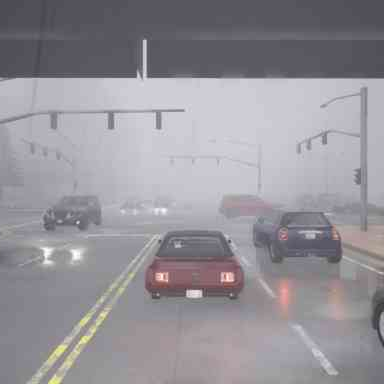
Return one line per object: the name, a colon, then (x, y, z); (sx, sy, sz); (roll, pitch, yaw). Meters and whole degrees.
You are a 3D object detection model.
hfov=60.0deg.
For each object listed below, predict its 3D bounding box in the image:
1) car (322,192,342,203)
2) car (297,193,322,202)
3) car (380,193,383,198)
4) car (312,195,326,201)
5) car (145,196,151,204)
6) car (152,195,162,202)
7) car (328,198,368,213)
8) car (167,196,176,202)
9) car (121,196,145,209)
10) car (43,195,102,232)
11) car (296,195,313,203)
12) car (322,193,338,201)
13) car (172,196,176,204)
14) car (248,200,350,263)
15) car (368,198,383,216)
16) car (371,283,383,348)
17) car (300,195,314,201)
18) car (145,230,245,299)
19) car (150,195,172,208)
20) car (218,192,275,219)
car: (19.536, 1.156, 48.148); (1.905, 1.878, 3.866); (0, 0, 0)
car: (16.642, 1.153, 48.193); (1.932, 1.855, 4.605); (0, 0, 0)
car: (39.086, 1.153, 65.764); (1.932, 1.855, 4.605); (0, 0, 0)
car: (30.806, 1.364, 80.750); (1.784, 1.438, 3.905); (0, 0, 0)
car: (-8.060, 1.477, 62.615); (1.882, 1.535, 5.008); (0, 0, 0)
car: (-8.102, 1.518, 77.847); (1.812, 1.442, 4.674); (0, 0, 0)
car: (16.667, 1.564, 33.962); (4.181, 1.385, 1.994); (0, 0, 1)
car: (-4.580, 1.595, 74.475); (1.895, 1.301, 4.718); (0, 0, 0)
car: (-8.049, 1.354, 44.823); (2.097, 1.767, 4.553); (0, 0, 2)
car: (-7.172, 1.221, 20.676); (2.150, 2.045, 5.566); (0, 0, -1)
car: (22.189, 1.395, 65.623); (1.970, 1.475, 3.806); (0, 0, 0)
car: (33.489, 1.153, 80.809); (1.932, 1.855, 4.605); (0, 0, 0)
car: (-4.559, 1.355, 60.179); (2.097, 1.767, 4.553); (0, 0, 0)
car: (3.580, 1.352, 12.150); (2.097, 1.767, 4.553); (0, 0, 0)
car: (19.253, 1.505, 30.430); (4.892, 1.490, 1.837); (0, 0, 1)
car: (3.600, 1.505, 3.062); (1.837, 1.490, 4.892); (0, 0, 0)
car: (27.911, 1.395, 80.742); (1.970, 1.475, 3.806); (0, 0, 0)
car: (0.066, 1.601, 8.384); (1.895, 1.301, 4.718); (0, 0, 0)
car: (-4.513, 1.491, 49.585); (2.128, 1.511, 4.902); (0, 0, 0)
car: (4.972, 1.221, 27.668); (5.566, 2.045, 2.150); (0, 1, 21)
